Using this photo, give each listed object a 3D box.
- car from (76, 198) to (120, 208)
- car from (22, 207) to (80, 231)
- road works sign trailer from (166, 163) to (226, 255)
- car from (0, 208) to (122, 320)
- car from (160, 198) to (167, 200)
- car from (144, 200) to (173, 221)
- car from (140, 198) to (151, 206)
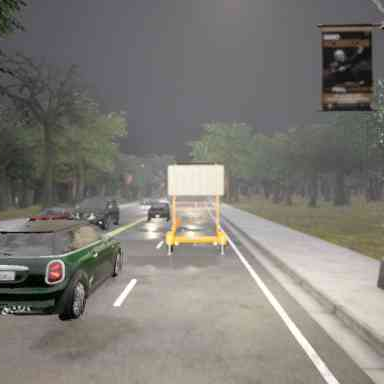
[{"bbox_3d":[-6.312,1.414,22.326,2.150,2.045,5.566,0,0,1],"label":"car"},{"bbox_3d":[-9.552,1.806,22.988,1.895,1.301,4.718,0,0,1],"label":"car"},{"bbox_3d":[0.167,0.578,13.907,2.380,3.560,2.880,0,0,1],"label":"road works sign trailer"},{"bbox_3d":[-3.050,1.425,7.629,2.097,1.767,4.553,0,0,1],"label":"car"},{"bbox_3d":[-5.475,1.959,63.905,1.812,1.442,4.674,0,0,2],"label":"car"},{"bbox_3d":[-2.754,1.736,29.442,1.837,1.490,4.892,0,0,1],"label":"car"},{"bbox_3d":[-8.725,1.938,63.983,2.128,1.511,4.902,0,0,2],"label":"car"}]
